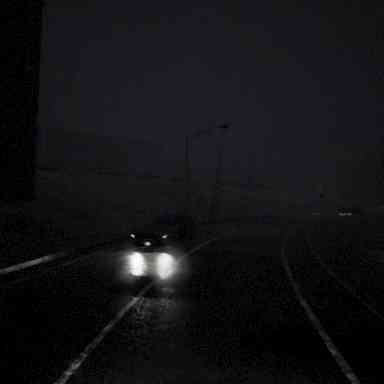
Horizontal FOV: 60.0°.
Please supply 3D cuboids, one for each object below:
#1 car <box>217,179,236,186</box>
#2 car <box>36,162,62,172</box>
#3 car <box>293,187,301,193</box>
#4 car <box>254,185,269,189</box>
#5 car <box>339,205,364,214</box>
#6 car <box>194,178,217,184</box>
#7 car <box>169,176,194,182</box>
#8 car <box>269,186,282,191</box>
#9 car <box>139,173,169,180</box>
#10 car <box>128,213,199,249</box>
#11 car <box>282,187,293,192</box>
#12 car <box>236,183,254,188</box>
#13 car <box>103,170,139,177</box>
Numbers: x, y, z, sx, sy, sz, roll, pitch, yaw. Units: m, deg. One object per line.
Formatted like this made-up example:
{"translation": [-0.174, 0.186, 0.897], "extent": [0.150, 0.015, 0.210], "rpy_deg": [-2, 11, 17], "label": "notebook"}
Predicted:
{"translation": [5.870, -1.625, 65.603], "extent": [4.553, 1.767, 2.185], "rpy_deg": [4, -6, -41], "label": "car"}
{"translation": [-20.033, -3.191, 45.100], "extent": [4.553, 1.767, 2.185], "rpy_deg": [3, -5, -37], "label": "car"}
{"translation": [25.763, -0.124, 85.115], "extent": [2.435, 2.045, 5.566], "rpy_deg": [-4, -6, 43], "label": "car"}
{"translation": [14.131, -0.849, 73.199], "extent": [4.674, 1.452, 2.002], "rpy_deg": [4, -6, -43], "label": "car"}
{"translation": [24.052, 2.620, 50.207], "extent": [4.181, 1.385, 1.994], "rpy_deg": [1, -4, -36], "label": "car"}
{"translation": [1.691, -1.791, 61.993], "extent": [5.008, 1.535, 2.097], "rpy_deg": [4, -6, -39], "label": "car"}
{"translation": [-2.583, -2.036, 58.463], "extent": [4.674, 1.452, 2.002], "rpy_deg": [4, -5, -38], "label": "car"}
{"translation": [17.996, -0.583, 76.991], "extent": [4.892, 1.521, 2.231], "rpy_deg": [4, -6, -44], "label": "car"}
{"translation": [-6.931, -2.349, 55.031], "extent": [4.892, 1.521, 2.231], "rpy_deg": [3, -5, -37], "label": "car"}
{"translation": [-1.069, 1.723, 15.836], "extent": [2.033, 1.411, 5.357], "rpy_deg": [-1, -1, 16], "label": "car"}
{"translation": [21.925, -0.367, 81.028], "extent": [2.185, 1.767, 4.553], "rpy_deg": [-4, -6, 44], "label": "car"}
{"translation": [10.113, -1.162, 69.427], "extent": [4.792, 1.488, 2.163], "rpy_deg": [4, -6, -42], "label": "car"}
{"translation": [-11.321, -2.598, 51.694], "extent": [4.892, 1.521, 2.231], "rpy_deg": [3, -5, -37], "label": "car"}
